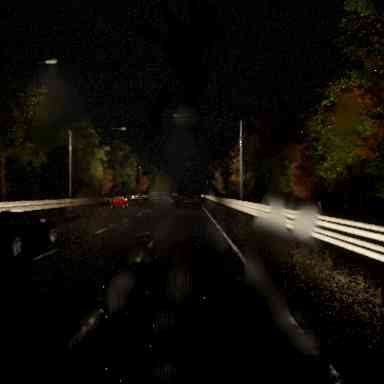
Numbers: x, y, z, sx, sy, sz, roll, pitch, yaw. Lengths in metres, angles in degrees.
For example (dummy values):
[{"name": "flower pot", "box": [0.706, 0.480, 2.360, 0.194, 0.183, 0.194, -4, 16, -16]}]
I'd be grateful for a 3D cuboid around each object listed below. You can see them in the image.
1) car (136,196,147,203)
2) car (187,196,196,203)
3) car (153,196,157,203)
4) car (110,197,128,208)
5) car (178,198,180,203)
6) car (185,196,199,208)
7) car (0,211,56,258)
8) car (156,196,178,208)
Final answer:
[{"name": "car", "box": [-10.601, 1.604, 69.791, 2.128, 1.511, 4.902, 0, 0, 0]}, {"name": "car", "box": [-0.102, 1.573, 70.497, 1.882, 1.535, 5.008, 0, 0, 0]}, {"name": "car", "box": [-7.100, 1.562, 69.574, 1.882, 1.535, 5.008, 0, 0, 0]}, {"name": "car", "box": [-10.567, 1.520, 48.287, 1.882, 1.535, 5.008, 0, 0, 0]}, {"name": "car", "box": [-3.602, 1.642, 70.414, 1.994, 1.385, 4.181, 0, 0, 0]}, {"name": "car", "box": [-0.066, 1.535, 48.390, 1.882, 1.535, 5.008, 0, 0, 0]}, {"name": "car", "box": [-6.915, 1.478, 12.728, 1.882, 1.535, 5.008, 0, 0, 0]}, {"name": "car", "box": [-3.568, 1.600, 48.130, 2.033, 1.411, 5.357, 0, 0, 0]}]
